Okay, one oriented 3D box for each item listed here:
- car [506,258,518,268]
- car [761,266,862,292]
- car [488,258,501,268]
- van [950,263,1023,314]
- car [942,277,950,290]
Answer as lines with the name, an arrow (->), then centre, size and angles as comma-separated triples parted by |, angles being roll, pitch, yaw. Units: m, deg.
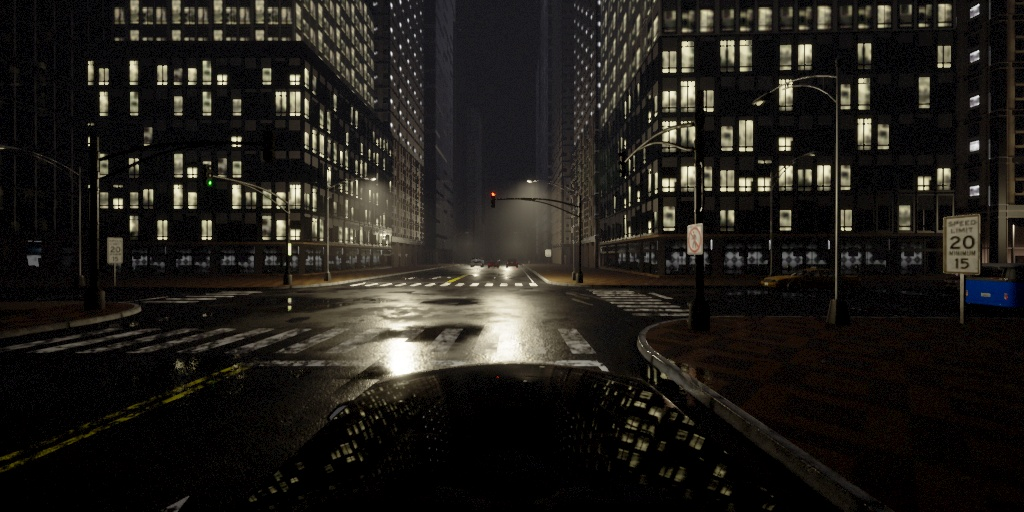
car -> 0.011, 1.213, 63.577 | 2.097, 1.767, 4.553 | 0, 0, 0
car -> 17.091, 1.293, 20.603 | 4.829, 1.417, 1.751 | 0, 0, 2
car -> -3.240, 1.460, 63.220 | 1.895, 1.301, 4.718 | 0, 0, 0
van -> 18.360, 1.119, 12.431 | 3.998, 1.789, 1.690 | 0, 0, 2
car -> 26.925, 1.356, 20.117 | 4.207, 1.307, 1.802 | 0, 0, 2
